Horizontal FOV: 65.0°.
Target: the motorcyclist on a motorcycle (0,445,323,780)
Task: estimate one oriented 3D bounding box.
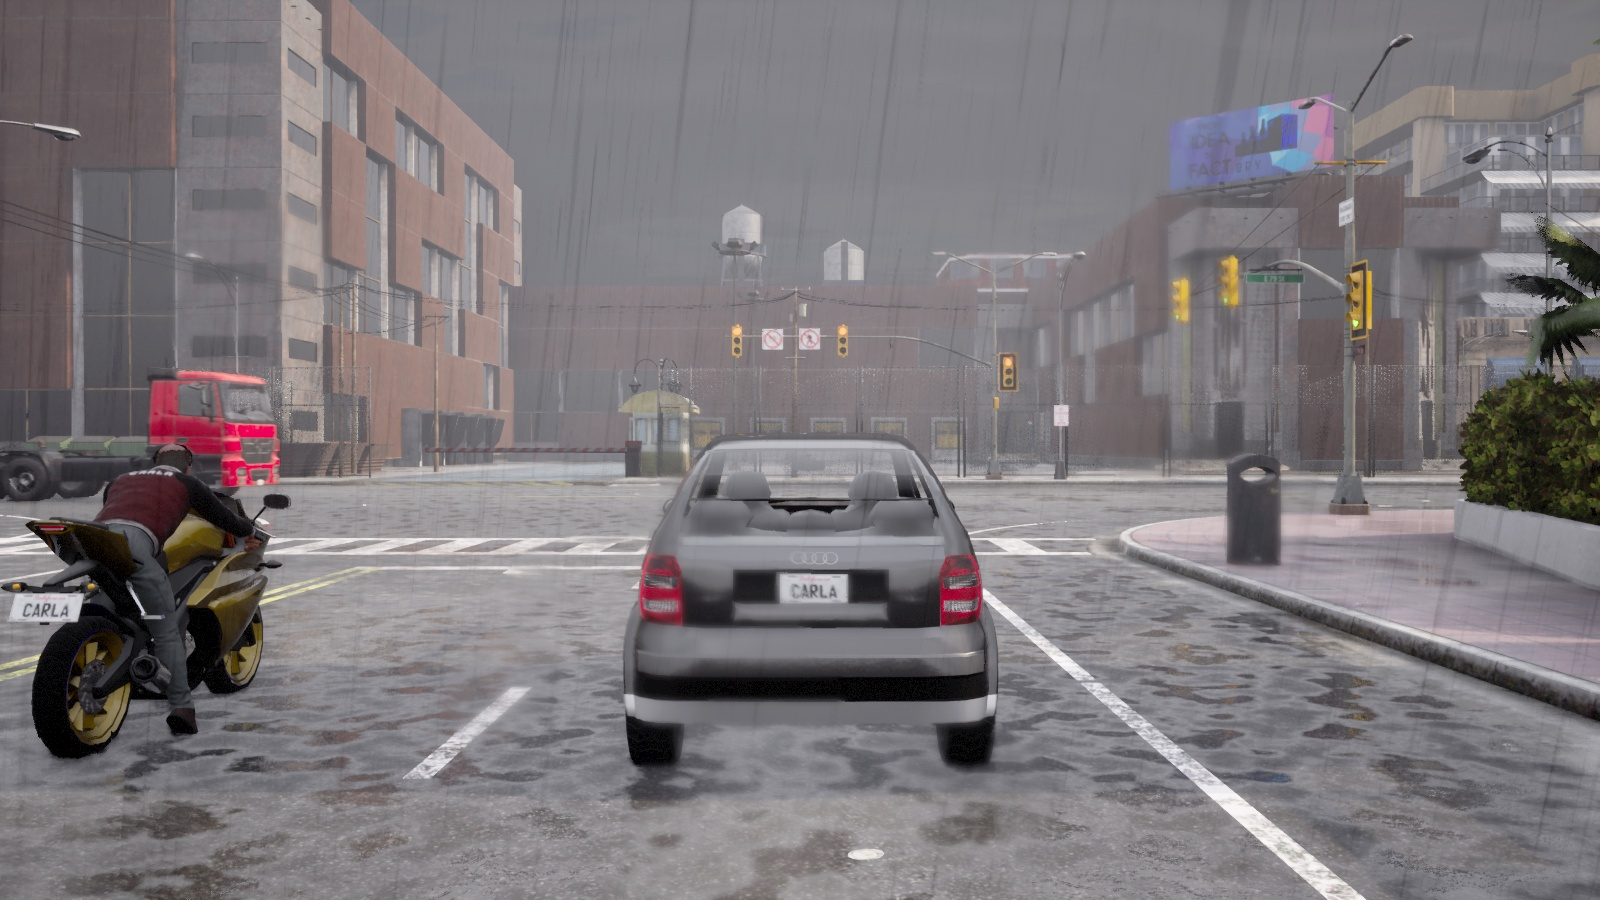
[{"bbox_3d":[-3.454,0.740,6.842,0.866,1.530,2.191,0,0,0],"label":"motorcyclist on a motorcycle"}]

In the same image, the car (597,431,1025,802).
[{"bbox_3d":[0.051,0.685,7.106,1.789,1.549,3.705,0,0,0],"label":"car"}]

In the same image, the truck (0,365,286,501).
[{"bbox_3d":[-18.225,-0.439,33.400,7.936,3.462,2.891,0,0,1],"label":"truck"}]
